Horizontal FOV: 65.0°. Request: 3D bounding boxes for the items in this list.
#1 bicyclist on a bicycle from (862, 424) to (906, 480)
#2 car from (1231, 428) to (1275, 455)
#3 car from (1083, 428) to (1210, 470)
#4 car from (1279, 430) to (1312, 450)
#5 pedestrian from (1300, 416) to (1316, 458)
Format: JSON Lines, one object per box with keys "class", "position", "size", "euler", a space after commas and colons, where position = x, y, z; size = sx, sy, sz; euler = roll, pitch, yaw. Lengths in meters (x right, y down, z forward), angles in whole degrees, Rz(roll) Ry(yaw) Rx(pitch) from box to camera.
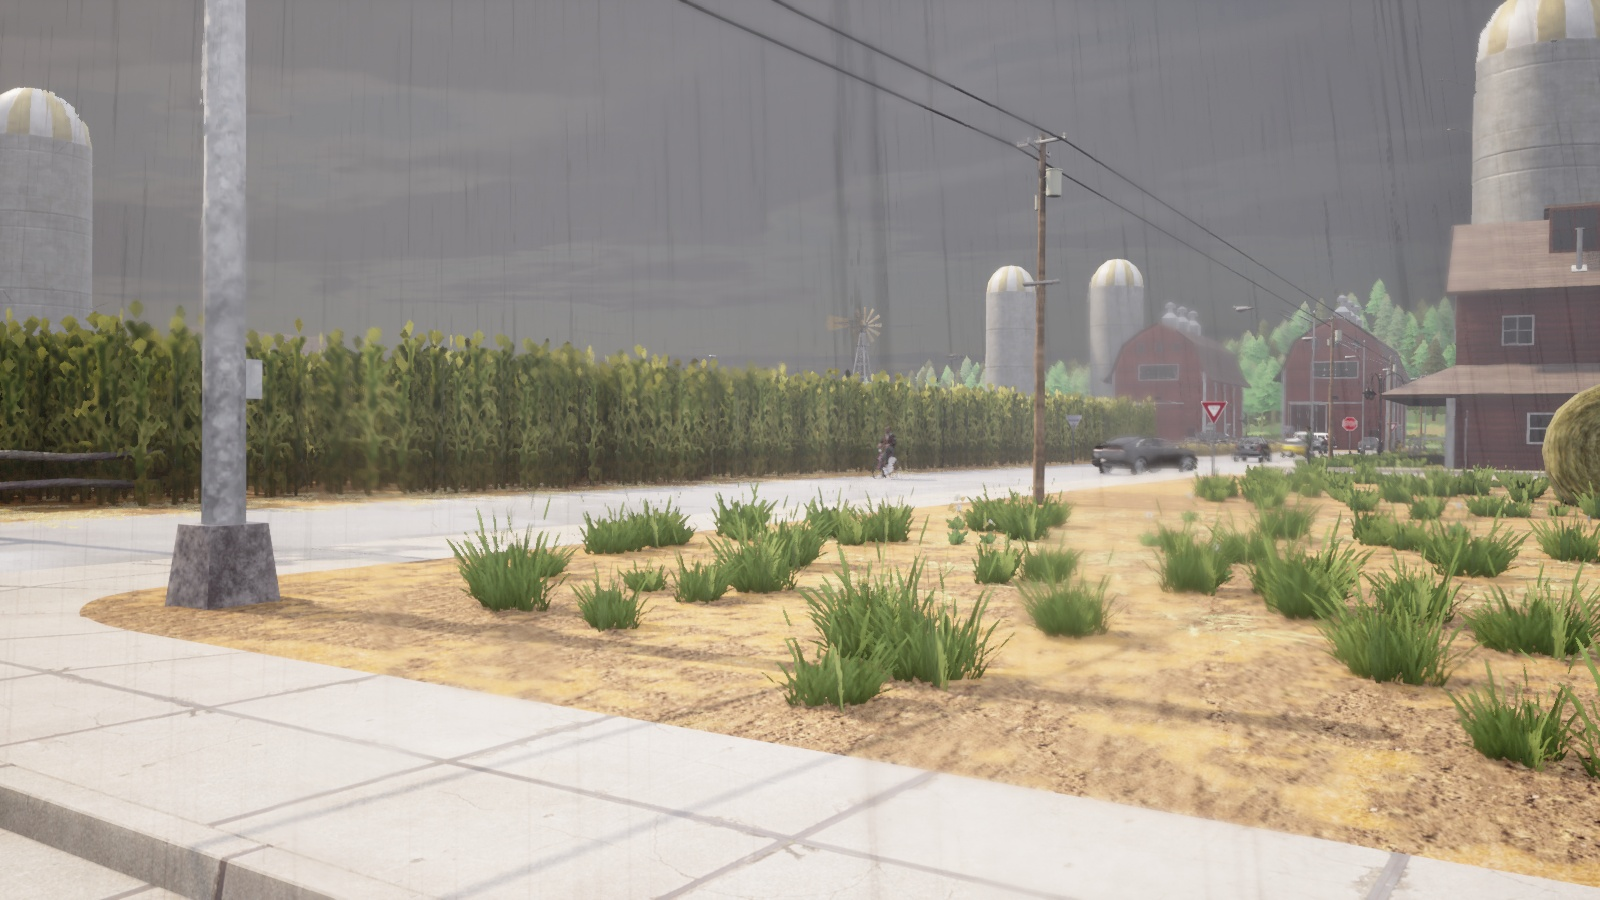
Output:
{"class": "bicyclist on a bicycle", "position": [2.734, 0.058, 40.608], "size": [0.659, 1.776, 1.843], "euler": [0, 1, 31]}
{"class": "car", "position": [27.061, -0.524, 74.976], "size": [1.789, 1.549, 3.705], "euler": [0, 1, 30]}
{"class": "car", "position": [13.541, -0.074, 48.969], "size": [4.902, 1.511, 2.128], "euler": [-1, 1, -35]}
{"class": "car", "position": [35.869, -0.746, 90.981], "size": [1.481, 1.376, 2.207], "euler": [1, 2, 44]}
{"class": "pedestrian", "position": [22.495, -0.561, 55.601], "size": [0.614, 1.847, 0.353], "euler": [0, 1, 28]}
